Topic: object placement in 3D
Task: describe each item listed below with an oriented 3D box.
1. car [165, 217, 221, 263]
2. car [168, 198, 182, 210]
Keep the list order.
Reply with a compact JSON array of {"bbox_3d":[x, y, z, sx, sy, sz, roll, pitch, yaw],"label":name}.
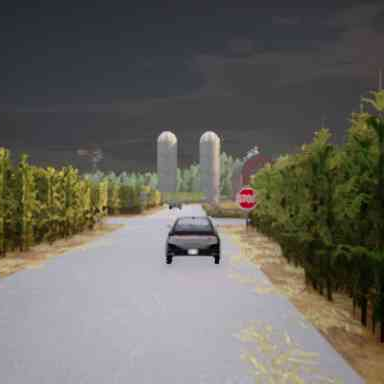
[{"bbox_3d":[0.055,1.672,12.608,2.128,1.511,4.902,0,-1,1],"label":"car"},{"bbox_3d":[-3.054,2.202,60.895,2.150,2.045,5.566,0,-1,1],"label":"car"}]
